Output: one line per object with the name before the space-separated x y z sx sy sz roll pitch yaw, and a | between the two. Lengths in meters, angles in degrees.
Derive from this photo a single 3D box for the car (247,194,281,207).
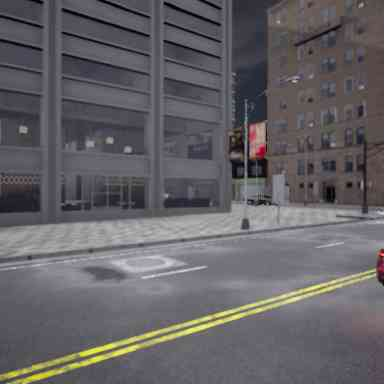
car | 8.846 1.076 41.465 1.837 1.490 4.892 0 0 -35

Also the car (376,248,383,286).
car | 5.995 1.439 7.576 4.674 1.442 1.812 -1 0 -35
